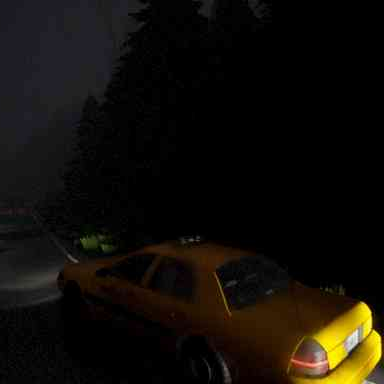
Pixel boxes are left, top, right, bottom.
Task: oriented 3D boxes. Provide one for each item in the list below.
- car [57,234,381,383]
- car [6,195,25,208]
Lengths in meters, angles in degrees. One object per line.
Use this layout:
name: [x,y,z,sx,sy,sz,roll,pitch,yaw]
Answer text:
car: [-0.249,1.417,5.070,5.366,1.575,1.801,1,1,44]
car: [-21.182,1.053,40.017,2.128,1.511,4.902,-2,2,-27]
